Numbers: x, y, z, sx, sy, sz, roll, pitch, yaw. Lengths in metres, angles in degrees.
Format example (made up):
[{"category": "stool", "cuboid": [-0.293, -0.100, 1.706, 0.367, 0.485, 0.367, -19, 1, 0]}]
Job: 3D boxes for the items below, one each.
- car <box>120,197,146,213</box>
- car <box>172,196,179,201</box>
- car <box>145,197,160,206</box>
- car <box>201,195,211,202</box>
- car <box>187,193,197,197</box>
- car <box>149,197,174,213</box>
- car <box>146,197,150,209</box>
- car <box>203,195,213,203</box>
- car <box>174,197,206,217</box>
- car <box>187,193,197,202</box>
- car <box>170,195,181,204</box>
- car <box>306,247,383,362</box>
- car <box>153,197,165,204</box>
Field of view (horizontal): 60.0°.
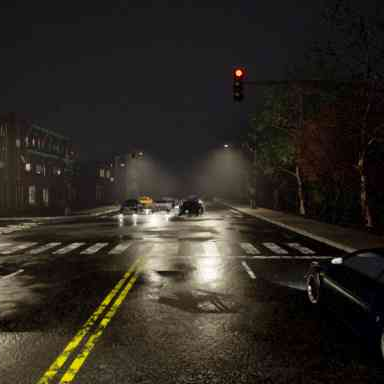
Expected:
[{"category": "car", "cuboid": [-6.631, 1.515, 36.819, 1.812, 1.442, 4.674, 0, 0, 1]}, {"category": "car", "cuboid": [-3.354, 1.477, 46.240, 2.128, 1.511, 4.902, 0, 0, 0]}, {"category": "car", "cuboid": [-6.595, 1.545, 55.815, 1.994, 1.385, 4.181, 0, 0, 0]}, {"category": "car", "cuboid": [3.223, 1.509, 78.568, 2.033, 1.411, 5.357, 0, 0, 0]}, {"category": "car", "cuboid": [0.078, 1.466, 68.460, 2.128, 1.511, 4.902, 0, 0, 0]}, {"category": "car", "cuboid": [-3.352, 1.515, 36.972, 1.812, 1.442, 4.674, 0, 0, 0]}, {"category": "car", "cuboid": [-6.603, 1.463, 45.904, 1.882, 1.535, 5.008, 0, 0, 0]}, {"category": "car", "cuboid": [3.329, 1.467, 68.383, 2.128, 1.511, 4.902, 0, 0, 0]}, {"category": "car", "cuboid": [-0.117, 1.517, 31.406, 1.812, 1.442, 4.674, 1, 0, 8]}, {"category": "car", "cuboid": [-0.028, 1.195, 78.538, 2.150, 2.045, 5.566, 0, 0, 0]}, {"category": "car", "cuboid": [-3.304, 1.453, 66.596, 1.882, 1.535, 5.008, 0, 0, 0]}, {"category": "car", "cuboid": [3.336, 1.563, 5.288, 1.994, 1.385, 4.181, 0, 0, 1]}, {"category": "car", "cuboid": [-6.557, 1.577, 65.737, 1.895, 1.301, 4.718, 0, 0, 0]}]
